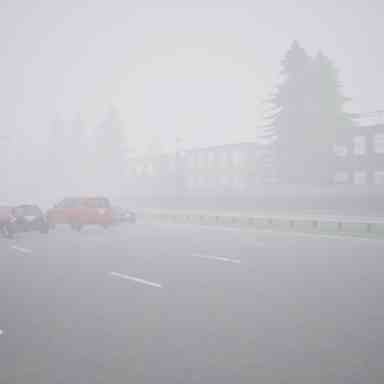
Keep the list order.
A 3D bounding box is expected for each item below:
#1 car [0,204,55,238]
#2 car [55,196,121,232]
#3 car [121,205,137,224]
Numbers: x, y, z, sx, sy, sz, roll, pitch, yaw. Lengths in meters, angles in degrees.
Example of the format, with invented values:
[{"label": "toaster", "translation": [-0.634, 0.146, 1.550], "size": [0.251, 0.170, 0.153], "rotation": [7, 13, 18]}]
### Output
[{"label": "car", "translation": [-10.006, 1.469, 18.815], "size": [4.553, 1.767, 2.097], "rotation": [-1, 0, 42]}, {"label": "car", "translation": [-7.212, 1.306, 21.006], "size": [5.566, 2.045, 2.150], "rotation": [-1, 0, 42]}, {"label": "car", "translation": [-5.998, 1.635, 24.631], "size": [4.181, 1.385, 1.994], "rotation": [-1, 0, 42]}]
